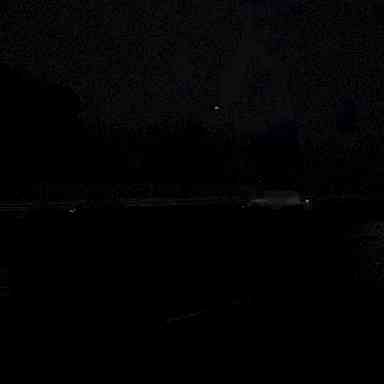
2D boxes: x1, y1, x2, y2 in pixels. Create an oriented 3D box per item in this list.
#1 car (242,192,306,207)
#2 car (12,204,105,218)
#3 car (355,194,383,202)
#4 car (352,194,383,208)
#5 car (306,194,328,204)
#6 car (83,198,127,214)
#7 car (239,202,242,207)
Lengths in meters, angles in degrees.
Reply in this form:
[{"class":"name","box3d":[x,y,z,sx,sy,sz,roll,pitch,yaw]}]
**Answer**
[{"class":"car","box3d":[7.708,1.018,30.988,5.566,2.045,2.150,-1,0,-35]},{"class":"car","box3d":[-7.267,1.520,16.007,5.357,1.411,2.033,-1,0,-36]},{"class":"car","box3d":[18.172,1.262,34.111,5.357,1.411,2.033,0,0,-35]},{"class":"car","box3d":[21.930,1.084,41.018,4.892,1.490,1.837,0,0,-36]},{"class":"car","box3d":[14.208,1.065,39.882,4.553,1.767,2.097,-1,0,-35]},{"class":"car","box3d":[-7.198,1.282,24.653,4.553,1.767,2.097,-1,0,-35]},{"class":"car","box3d":[8.087,1.300,39.833,5.357,1.411,2.033,-1,0,-35]}]
